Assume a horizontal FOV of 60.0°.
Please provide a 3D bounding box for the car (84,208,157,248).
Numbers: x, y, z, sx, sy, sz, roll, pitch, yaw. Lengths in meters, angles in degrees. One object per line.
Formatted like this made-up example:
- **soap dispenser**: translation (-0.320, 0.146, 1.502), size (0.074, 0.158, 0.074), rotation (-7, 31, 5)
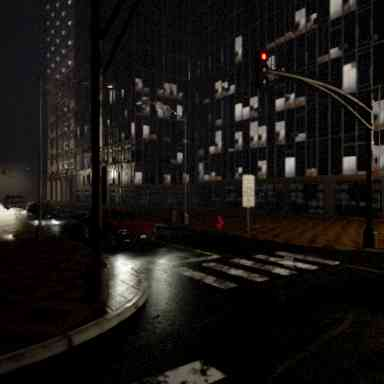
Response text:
- **car**: translation (-3.463, 1.536, 15.503), size (1.882, 1.535, 5.008), rotation (0, 0, -37)

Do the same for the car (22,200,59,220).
- **car**: translation (-13.291, 1.593, 29.426), size (2.033, 1.411, 5.357), rotation (0, 0, -35)

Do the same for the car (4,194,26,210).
- **car**: translation (-23.401, 1.307, 43.924), size (2.150, 2.045, 5.566), rotation (0, 0, -35)
